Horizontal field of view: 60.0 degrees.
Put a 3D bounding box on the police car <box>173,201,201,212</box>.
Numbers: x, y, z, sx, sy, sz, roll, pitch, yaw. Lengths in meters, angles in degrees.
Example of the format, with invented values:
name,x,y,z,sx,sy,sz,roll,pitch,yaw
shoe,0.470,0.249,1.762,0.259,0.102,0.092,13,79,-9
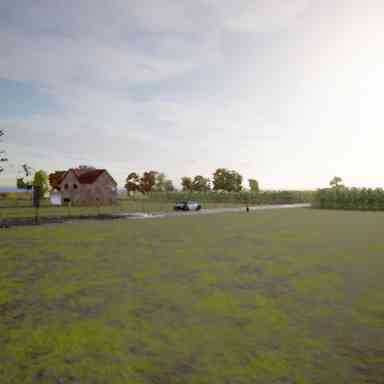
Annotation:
name,x,y,z,sx,sy,sz,roll,pitch,yaw
police car,-0.773,2.046,48.164,2.038,1.542,4.974,1,0,35
